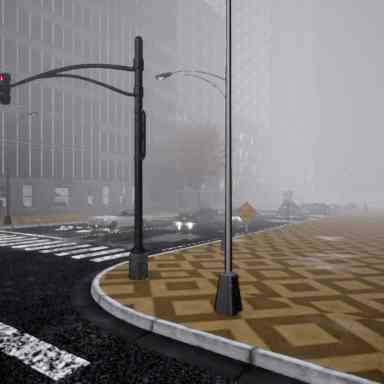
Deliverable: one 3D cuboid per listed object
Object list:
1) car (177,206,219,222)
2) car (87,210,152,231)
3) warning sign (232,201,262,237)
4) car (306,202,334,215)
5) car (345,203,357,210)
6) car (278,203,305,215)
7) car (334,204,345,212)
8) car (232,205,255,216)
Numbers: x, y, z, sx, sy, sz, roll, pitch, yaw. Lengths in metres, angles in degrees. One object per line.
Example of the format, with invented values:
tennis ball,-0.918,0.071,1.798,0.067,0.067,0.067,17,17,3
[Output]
car,0.727,2.067,32.462,2.033,1.411,5.357,0,-1,33
car,-5.019,1.930,23.510,1.895,1.301,4.718,0,-1,33
warning sign,3.066,1.456,18.578,1.300,1.860,1.060,1,1,33
car,18.271,2.271,47.393,2.097,1.767,4.553,0,-1,33
car,31.327,2.840,65.806,1.812,1.442,4.674,0,-1,33
car,13.716,2.210,46.402,2.097,1.767,4.553,0,-1,33
car,23.725,2.644,55.892,2.033,1.411,5.357,0,-1,33
car,6.180,2.264,40.928,1.994,1.385,4.181,0,-1,33
